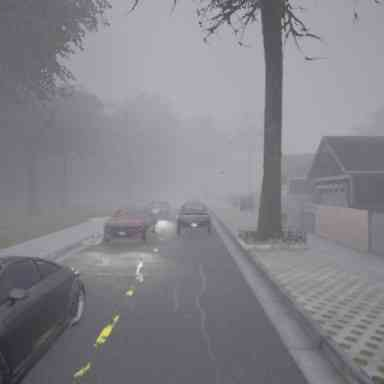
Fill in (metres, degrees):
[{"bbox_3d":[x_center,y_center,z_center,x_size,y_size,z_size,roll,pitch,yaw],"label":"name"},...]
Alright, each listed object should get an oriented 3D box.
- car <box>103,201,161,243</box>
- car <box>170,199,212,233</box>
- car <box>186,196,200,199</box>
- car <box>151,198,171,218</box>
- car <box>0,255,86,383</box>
[{"bbox_3d":[-2.822,1.394,15.980,1.882,1.535,5.008,0,0,0],"label":"car"},{"bbox_3d":[0.110,1.385,18.831,2.128,1.511,4.902,0,0,0],"label":"car"},{"bbox_3d":[0.123,1.197,41.728,2.128,1.511,4.902,0,0,0],"label":"car"},{"bbox_3d":[-2.766,1.303,28.219,2.128,1.511,4.902,0,1,1],"label":"car"},{"bbox_3d":[-2.847,1.559,4.193,1.994,1.385,4.181,0,0,0],"label":"car"}]
